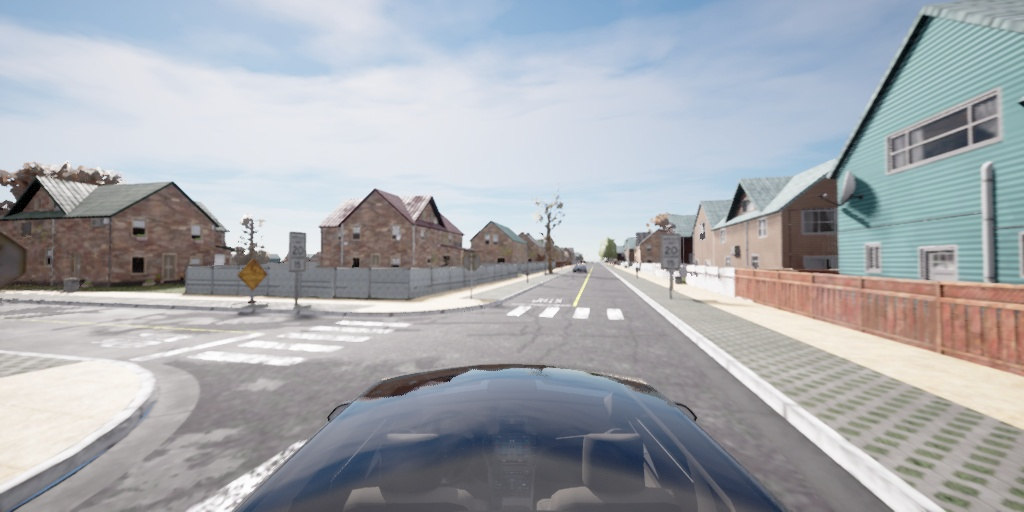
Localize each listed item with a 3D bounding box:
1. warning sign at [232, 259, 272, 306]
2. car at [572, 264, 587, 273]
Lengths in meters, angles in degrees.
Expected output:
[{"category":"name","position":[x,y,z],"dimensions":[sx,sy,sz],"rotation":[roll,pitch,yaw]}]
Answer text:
[{"category":"warning sign","position":[-10.511,1.031,14.485],"dimensions":[1.060,1.860,1.300],"rotation":[0,0,13]},{"category":"car","position":[10.050,1.822,52.926],"dimensions":[1.994,1.385,4.181],"rotation":[0,-1,13]}]
